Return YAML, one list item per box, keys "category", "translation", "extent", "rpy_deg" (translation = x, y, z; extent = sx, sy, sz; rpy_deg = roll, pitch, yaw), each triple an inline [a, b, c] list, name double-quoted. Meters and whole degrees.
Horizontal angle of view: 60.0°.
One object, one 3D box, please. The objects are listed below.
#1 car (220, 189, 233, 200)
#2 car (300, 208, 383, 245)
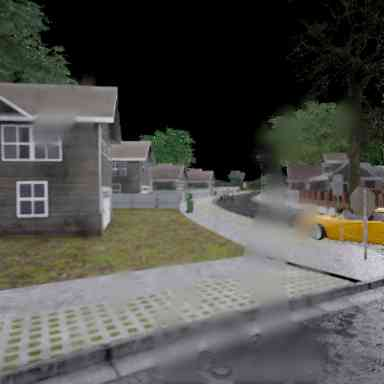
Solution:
- category: "car"
  translation: [5.874, 0.345, 56.069]
  extent: [2.097, 1.767, 4.553]
  rpy_deg: [-1, 1, 8]
- category: "car"
  translation: [6.863, 1.331, 13.110]
  extent: [5.008, 1.535, 1.882]
  rpy_deg: [3, 2, 37]
